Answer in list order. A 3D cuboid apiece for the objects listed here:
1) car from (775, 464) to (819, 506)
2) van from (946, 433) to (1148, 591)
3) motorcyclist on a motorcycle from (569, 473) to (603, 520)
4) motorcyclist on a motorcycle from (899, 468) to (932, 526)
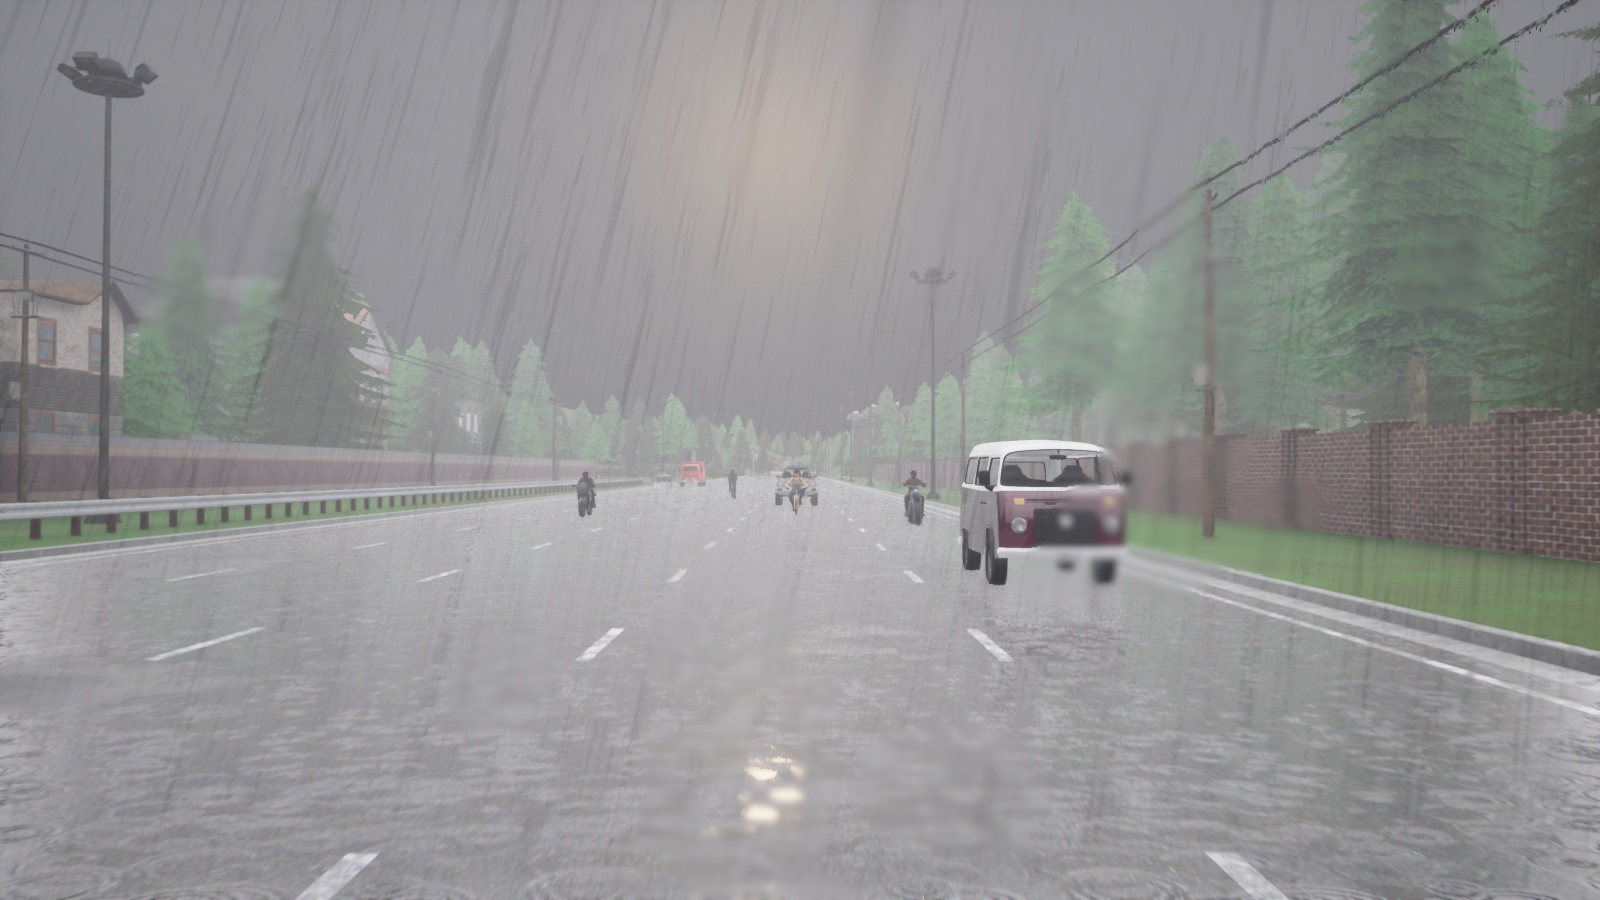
[{"bbox_3d":[-0.140,1.591,57.194,1.932,1.855,4.605,0,-1,0],"label":"car"},{"bbox_3d":[3.454,0.834,18.507,2.069,2.038,4.480,0,-1,0],"label":"van"},{"bbox_3d":[-7.101,1.524,41.716,0.797,1.523,2.044,0,-1,0],"label":"motorcyclist on a motorcycle"},{"bbox_3d":[3.410,1.374,37.213,0.766,1.649,2.350,0,-1,0],"label":"motorcyclist on a motorcycle"}]
